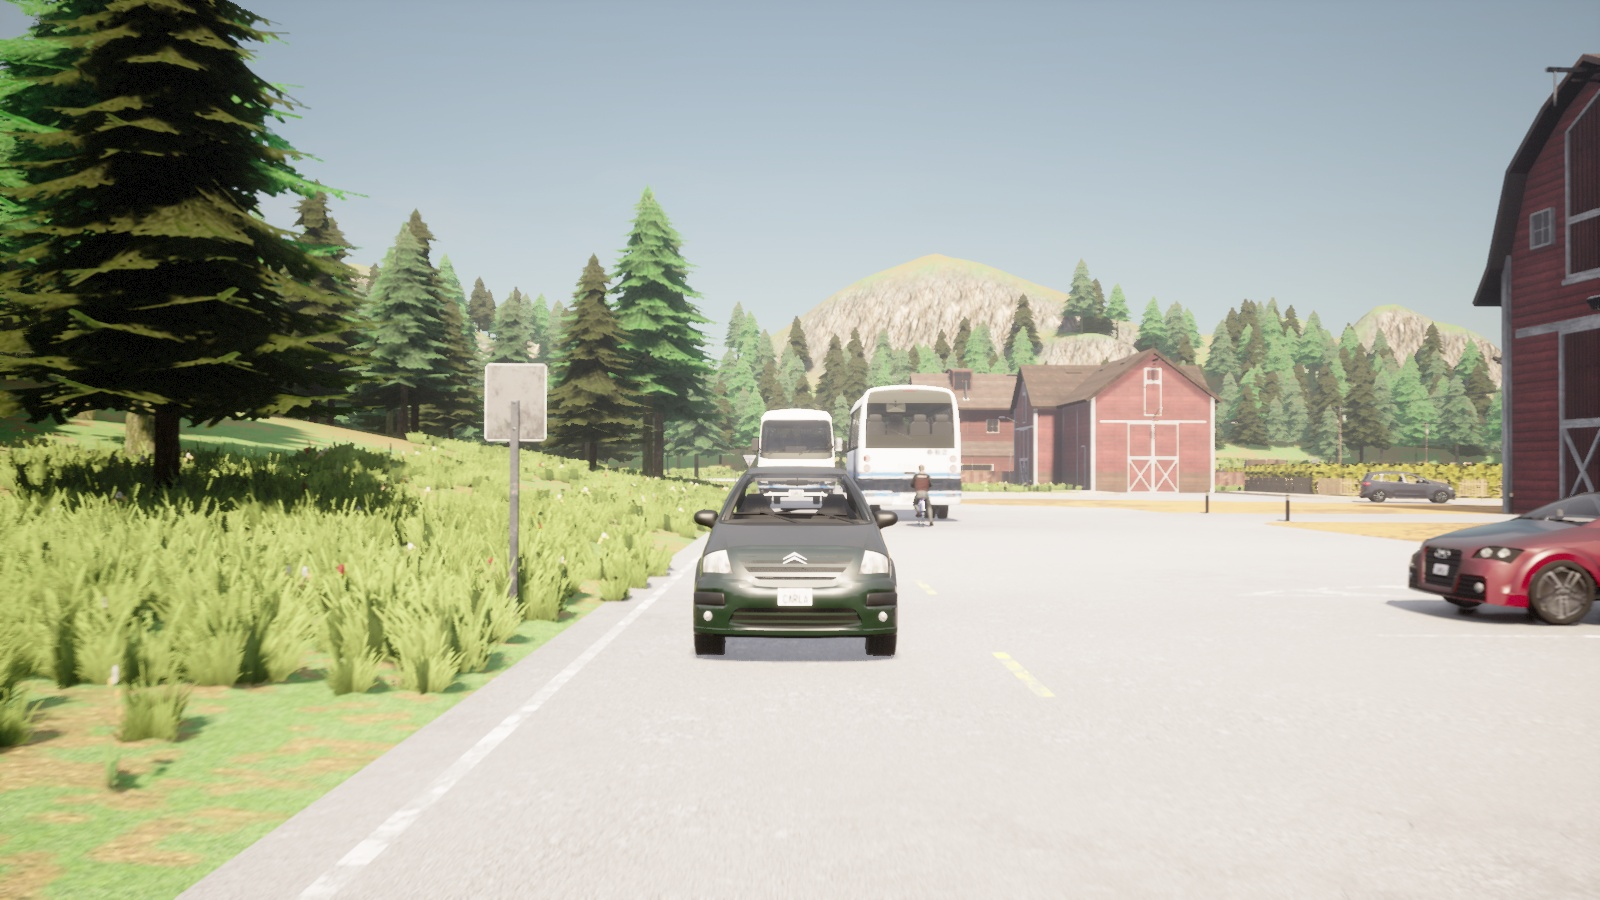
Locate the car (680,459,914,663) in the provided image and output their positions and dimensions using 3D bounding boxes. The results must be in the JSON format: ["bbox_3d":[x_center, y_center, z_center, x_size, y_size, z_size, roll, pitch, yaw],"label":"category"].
[{"bbox_3d":[-0.030,0.914,11.985,1.851,1.617,3.988,0,-1,0],"label":"car"}]

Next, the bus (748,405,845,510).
[{"bbox_3d":[-0.143,0.384,56.458,3.944,4.253,10.273,0,-1,0],"label":"bus"}]

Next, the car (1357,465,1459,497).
[{"bbox_3d":[32.030,1.628,66.313,4.611,1.667,2.242,0,-1,19],"label":"car"}]

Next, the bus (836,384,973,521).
[{"bbox_3d":[3.388,0.166,44.280,3.944,4.253,10.273,0,-1,0],"label":"bus"}]
